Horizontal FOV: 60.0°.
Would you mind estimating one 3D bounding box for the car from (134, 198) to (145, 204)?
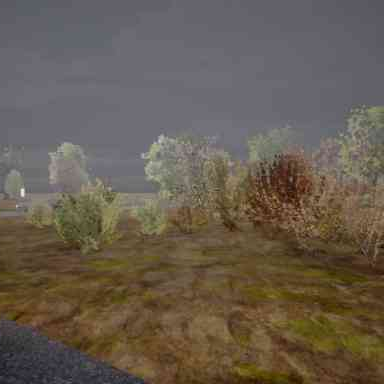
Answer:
[{"bbox_3d":[-7.522,1.591,52.420,1.994,1.385,4.181,0,0,39],"label":"car"}]

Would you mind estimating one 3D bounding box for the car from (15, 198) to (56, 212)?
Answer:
[{"bbox_3d":[-18.011,1.506,38.831,2.128,1.511,4.902,0,0,36],"label":"car"}]
